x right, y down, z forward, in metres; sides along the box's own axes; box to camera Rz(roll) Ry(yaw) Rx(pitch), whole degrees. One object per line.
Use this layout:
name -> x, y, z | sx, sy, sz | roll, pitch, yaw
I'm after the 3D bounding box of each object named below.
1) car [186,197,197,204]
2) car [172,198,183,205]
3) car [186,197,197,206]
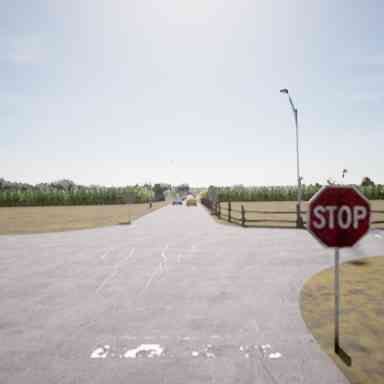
car -> -0.112, 1.777, 71.347 | 2.128, 1.511, 4.902 | 0, -1, 0
car -> -2.853, 1.888, 65.507 | 1.812, 1.442, 4.674 | 0, -1, 0
car -> -0.096, 1.800, 60.923 | 1.882, 1.535, 5.008 | 0, -1, 0
